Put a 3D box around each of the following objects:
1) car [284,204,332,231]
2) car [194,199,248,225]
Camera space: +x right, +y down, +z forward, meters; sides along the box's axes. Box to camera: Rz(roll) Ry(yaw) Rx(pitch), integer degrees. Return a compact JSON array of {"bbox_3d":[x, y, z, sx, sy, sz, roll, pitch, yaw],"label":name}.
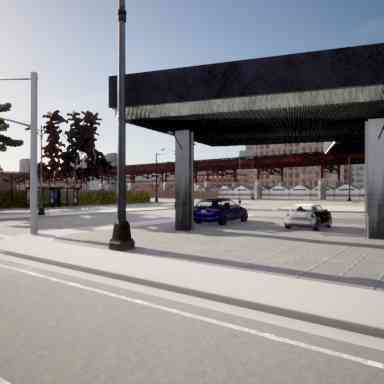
[{"bbox_3d":[7.136,1.456,20.192,1.970,1.475,3.806,0,0,37],"label":"car"},{"bbox_3d":[2.057,1.295,22.982,2.242,1.667,4.611,0,0,37],"label":"car"}]
